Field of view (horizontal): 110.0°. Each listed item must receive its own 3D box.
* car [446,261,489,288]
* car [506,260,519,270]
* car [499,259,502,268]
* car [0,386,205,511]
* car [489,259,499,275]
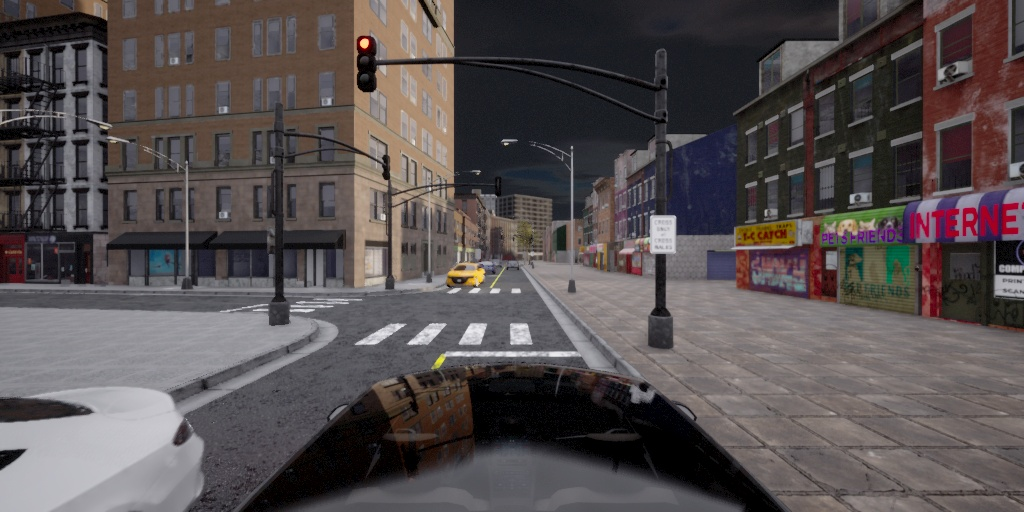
[{"bbox_3d":[-2.987,1.229,24.099,1.882,1.535,5.008,0,0,4],"label":"car"},{"bbox_3d":[0.111,1.308,52.760,2.033,1.411,5.357,0,0,0],"label":"car"},{"bbox_3d":[-2.658,1.257,59.556,2.128,1.511,4.902,0,0,1],"label":"car"},{"bbox_3d":[-2.857,1.276,0.380,1.812,1.442,4.674,0,0,0],"label":"car"},{"bbox_3d":[-2.768,1.280,39.346,1.812,1.442,4.674,0,0,0],"label":"car"}]
